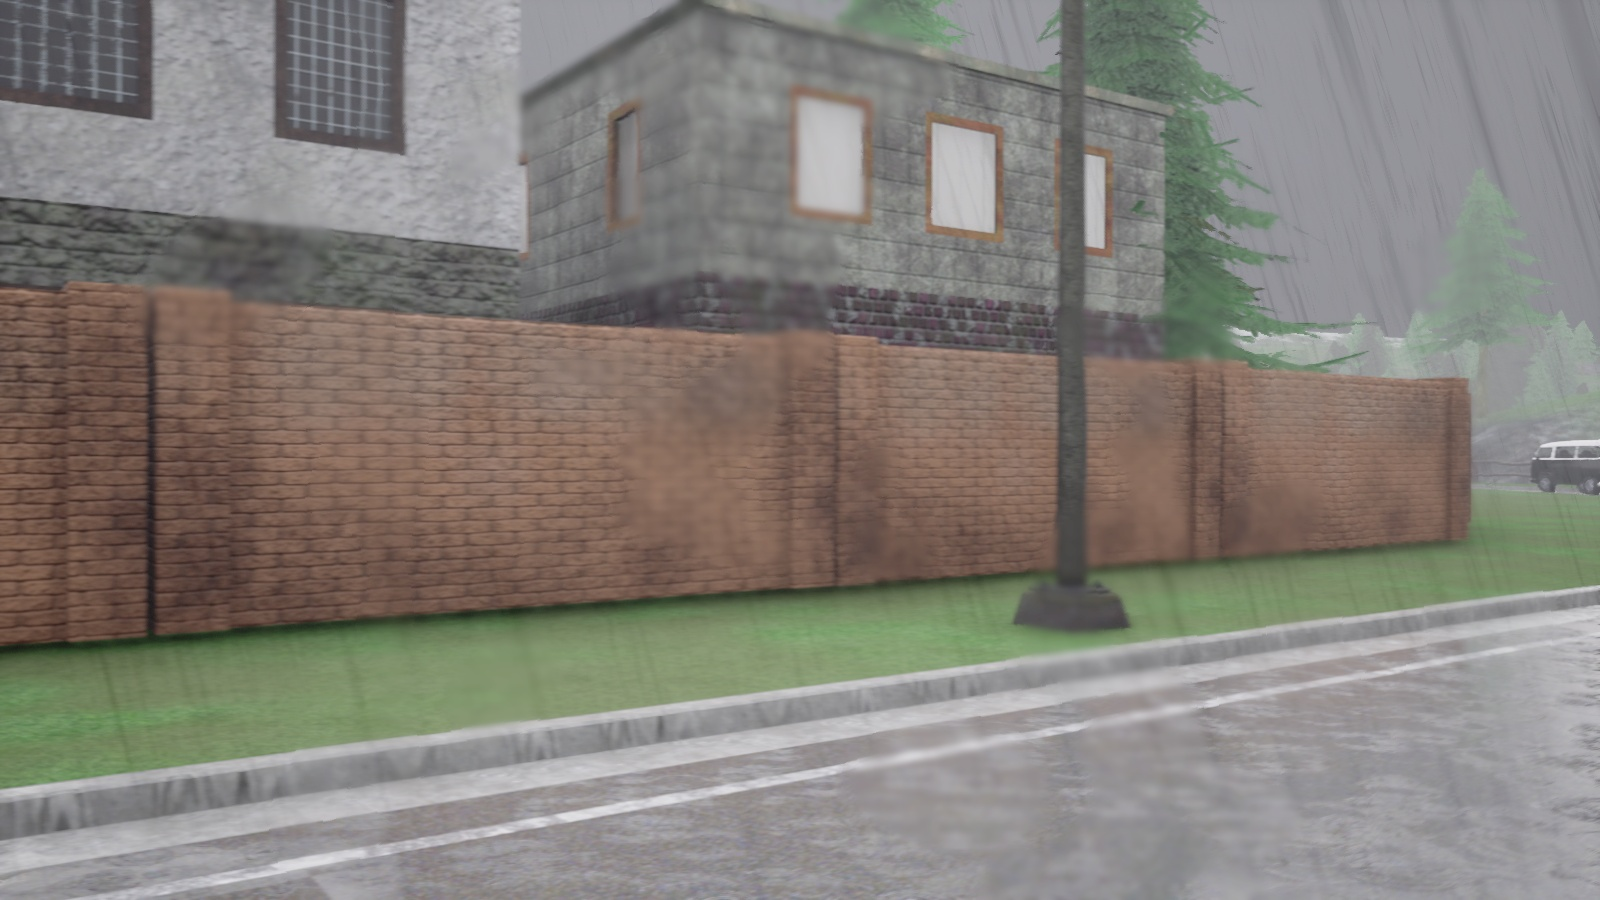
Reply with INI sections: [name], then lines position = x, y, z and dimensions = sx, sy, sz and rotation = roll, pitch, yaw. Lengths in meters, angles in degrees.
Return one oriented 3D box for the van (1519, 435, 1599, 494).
[van]
position = 28.866, 0.521, 46.201
dimensions = 2.069, 2.038, 4.480
rotation = 0, 0, -4
